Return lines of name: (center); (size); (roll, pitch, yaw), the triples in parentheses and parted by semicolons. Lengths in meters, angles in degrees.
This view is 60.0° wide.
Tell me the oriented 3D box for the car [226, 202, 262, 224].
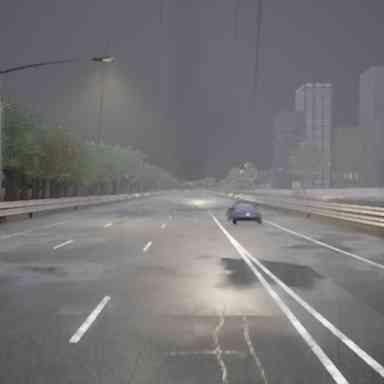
car: (3.522, 1.386, 23.040); (1.994, 1.385, 4.181); (0, 0, -1)
